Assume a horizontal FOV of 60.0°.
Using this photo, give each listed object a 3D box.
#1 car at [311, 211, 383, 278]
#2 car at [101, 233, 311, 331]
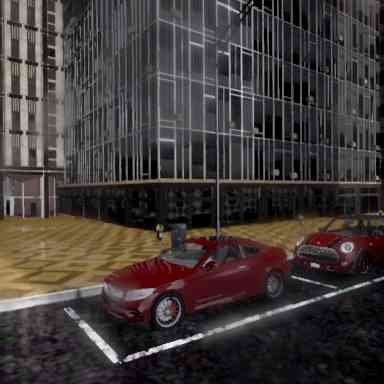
[{"bbox_3d":[4.921,1.437,10.080,4.097,1.590,1.967,0,-1,-35],"label":"car"},{"bbox_3d":[0.294,1.580,6.778,4.206,1.307,1.802,0,-1,-35],"label":"car"}]
